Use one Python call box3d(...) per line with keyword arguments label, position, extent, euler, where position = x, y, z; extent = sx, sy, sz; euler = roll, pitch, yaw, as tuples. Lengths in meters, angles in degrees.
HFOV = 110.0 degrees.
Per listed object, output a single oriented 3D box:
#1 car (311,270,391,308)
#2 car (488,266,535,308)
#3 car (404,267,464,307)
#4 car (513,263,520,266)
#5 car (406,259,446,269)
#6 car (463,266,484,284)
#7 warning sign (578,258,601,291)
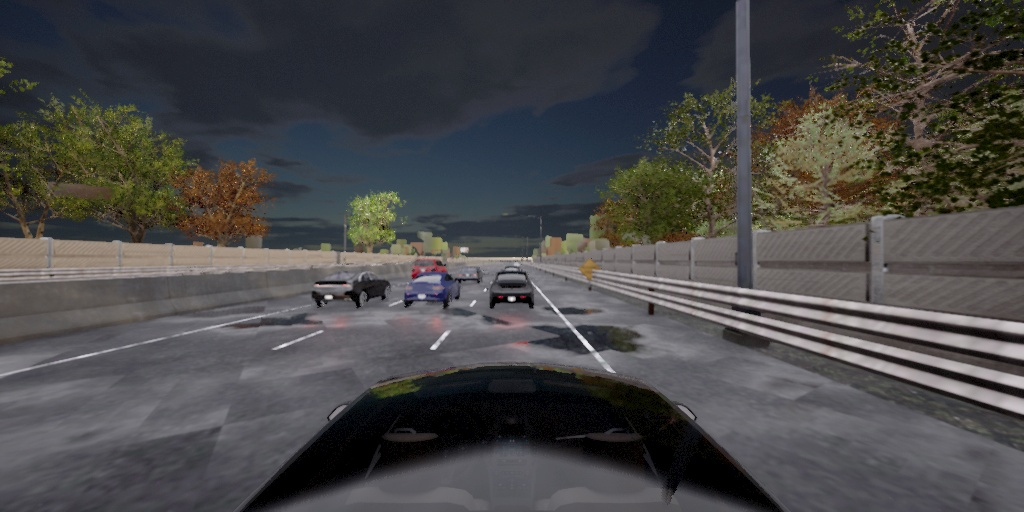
box3d(label="car", position=(-7.006, 1.387, 16.136), extent=(2.128, 1.511, 4.902), euler=(0, 0, 0))
box3d(label="car", position=(-0.006, 1.402, 16.138), extent=(1.837, 1.490, 4.892), euler=(0, 0, 0))
box3d(label="car", position=(-3.506, 1.421, 16.227), extent=(1.812, 1.442, 4.674), euler=(0, 0, 0))
box3d(label="car", position=(-0.015, 1.580, 31.219), extent=(1.812, 1.442, 4.674), euler=(0, 0, 0))
box3d(label="car", position=(-7.019, 1.267, 30.869), extent=(2.150, 2.045, 5.566), euler=(0, 0, 0))
box3d(label="car", position=(-3.519, 1.597, 30.835), extent=(2.033, 1.411, 5.357), euler=(0, -1, 0))
box3d(label="warning sign", position=(4.537, 1.059, 20.969), extent=(1.300, 1.860, 1.060), euler=(0, 0, 0))
